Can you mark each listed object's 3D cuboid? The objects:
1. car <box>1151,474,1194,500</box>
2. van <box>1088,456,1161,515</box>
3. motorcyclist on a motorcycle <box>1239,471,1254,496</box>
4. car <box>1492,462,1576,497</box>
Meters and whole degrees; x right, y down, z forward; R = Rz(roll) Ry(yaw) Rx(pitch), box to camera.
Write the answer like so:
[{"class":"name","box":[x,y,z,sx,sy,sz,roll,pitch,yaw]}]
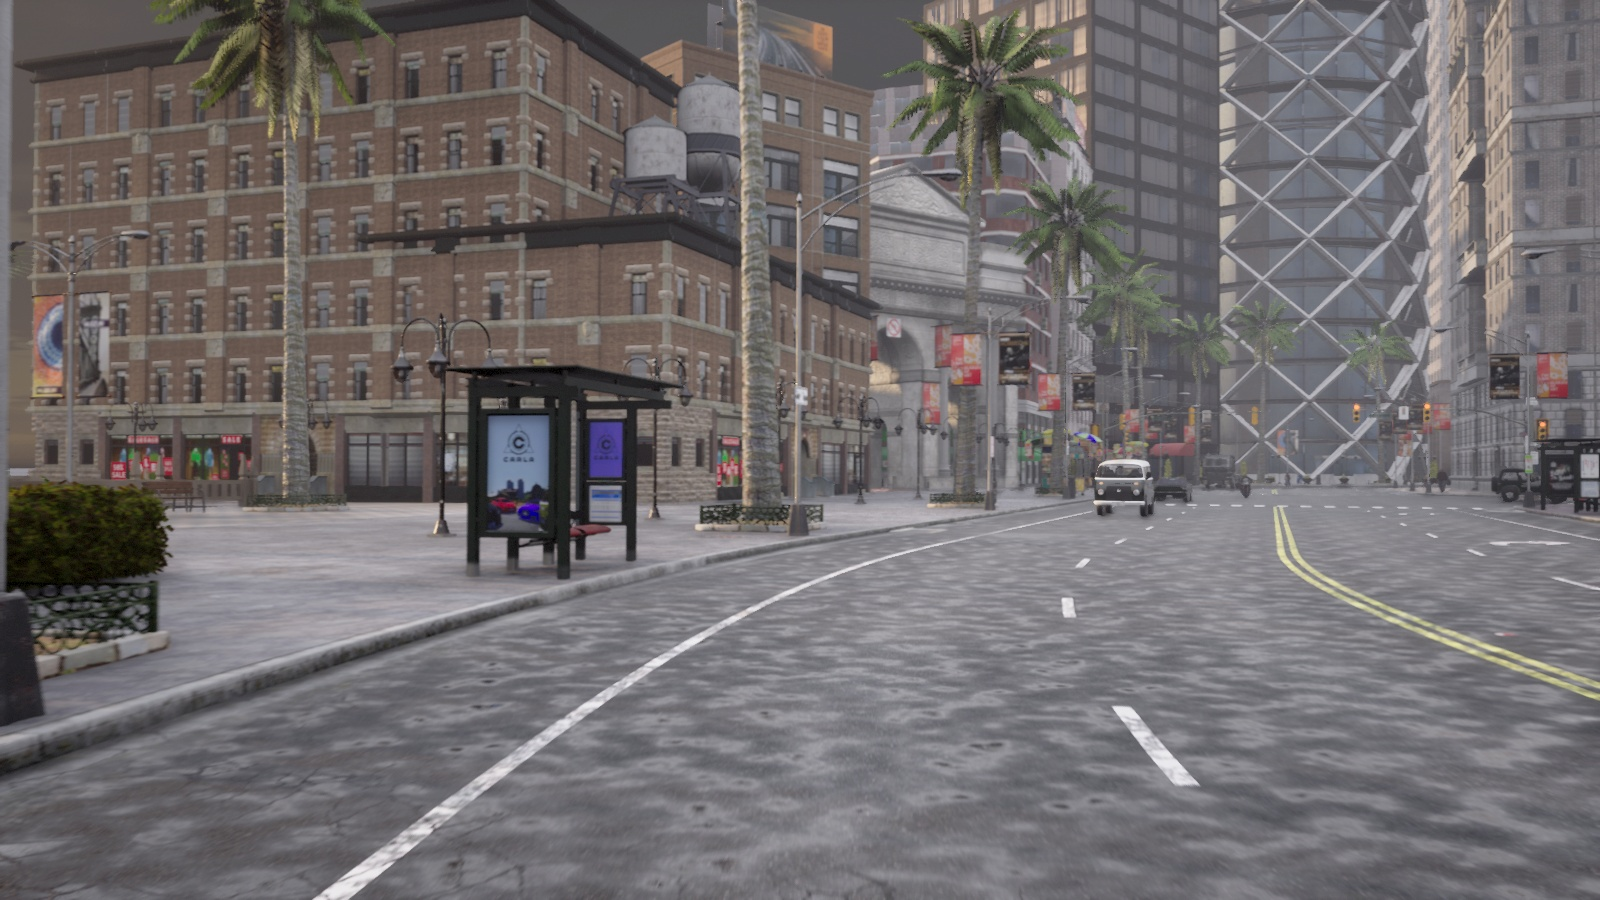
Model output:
[{"class":"car","box":[20.025,1.966,67.406,1.895,1.301,4.718,-1,-1,21]},{"class":"van","box":[11.814,1.255,45.555,2.069,2.038,4.480,-1,-1,21]},{"class":"motorcyclist on a motorcycle","box":[27.678,2.046,77.829,0.866,1.530,2.191,-1,-1,21]},{"class":"car","box":[40.187,1.608,68.843,3.866,1.878,1.905,-1,-1,28]}]
